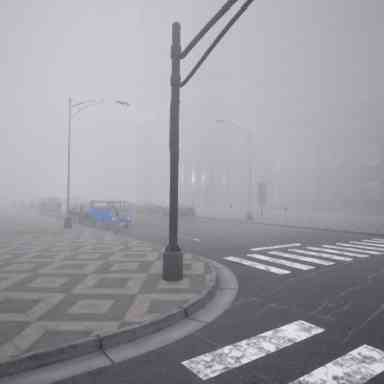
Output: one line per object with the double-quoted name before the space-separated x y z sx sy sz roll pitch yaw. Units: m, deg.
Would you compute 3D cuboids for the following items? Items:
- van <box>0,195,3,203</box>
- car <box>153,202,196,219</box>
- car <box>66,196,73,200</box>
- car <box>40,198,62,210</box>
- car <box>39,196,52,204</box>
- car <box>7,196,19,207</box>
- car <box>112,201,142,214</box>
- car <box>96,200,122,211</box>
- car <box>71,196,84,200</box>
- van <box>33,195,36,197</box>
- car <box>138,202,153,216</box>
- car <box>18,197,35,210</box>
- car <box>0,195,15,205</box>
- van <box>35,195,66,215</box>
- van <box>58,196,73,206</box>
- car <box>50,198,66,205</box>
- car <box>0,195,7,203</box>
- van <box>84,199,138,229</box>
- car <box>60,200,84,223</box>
"van" -46.697 1.613 79.905 1.690 1.788 3.998 1 -1 -35
"car" -1.457 1.710 30.667 1.887 1.381 4.507 1 -1 -35
"car" -20.589 1.607 57.742 2.192 1.841 5.009 1 -1 -35
"car" -19.712 1.658 46.500 1.837 1.490 4.892 1 -1 -35
"car" -33.347 1.818 75.790 1.967 1.590 4.097 1 -1 -35
"car" -27.576 1.692 52.825 2.008 1.369 4.403 1 -1 -35
"car" -7.835 1.752 39.691 1.887 1.381 4.507 1 -1 -35
"car" -11.122 1.754 44.342 1.752 1.417 4.829 1 -1 -35
"car" -17.402 1.816 53.228 1.887 1.381 4.507 1 -1 -35
"van" -36.534 1.741 80.303 1.690 1.788 3.998 1 -1 -35
"car" -4.646 1.731 35.179 1.887 1.381 4.507 1 -1 -35
"car" -21.203 1.681 43.798 1.802 1.307 4.206 1 -1 -35
"car" -37.039 1.731 66.225 1.752 1.417 4.829 1 -1 -35
"van" -14.826 1.397 34.775 1.690 1.788 3.998 1 -1 -35
"van" -23.778 1.655 62.254 1.690 1.788 3.998 1 -1 -35
"car" -26.969 1.886 66.764 2.008 1.369 4.403 1 -1 -35
"car" -43.509 1.564 75.392 2.192 1.841 5.009 1 -1 -35
"van" -5.265 1.336 21.236 1.690 1.788 3.998 1 -1 -35
"car" -8.454 1.559 25.747 1.887 1.381 4.507 1 -1 -35
